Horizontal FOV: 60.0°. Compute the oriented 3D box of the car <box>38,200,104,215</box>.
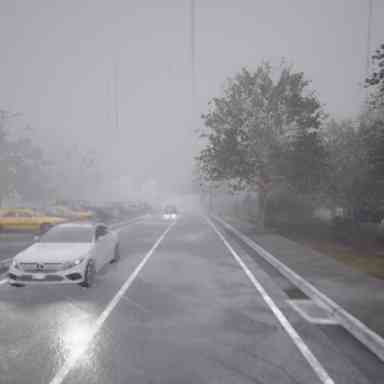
[{"bbox_3d":[-10.359,1.799,28.728,4.553,1.767,2.185,0,-2,0],"label":"car"}]

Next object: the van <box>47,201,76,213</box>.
[{"bbox_3d":[-23.272,2.670,59.259,4.442,1.987,1.878,0,-2,0],"label":"van"}]

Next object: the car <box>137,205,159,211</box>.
[{"bbox_3d":[-10.291,3.817,78.634,4.892,1.521,2.231,0,-3,0],"label":"car"}]

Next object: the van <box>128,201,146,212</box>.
[{"bbox_3d":[-10.196,2.480,53.700,4.442,1.987,1.878,0,-2,0],"label":"van"}]

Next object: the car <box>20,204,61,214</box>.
[{"bbox_3d":[-23.209,2.621,51.097,5.366,1.575,1.946,0,-2,0],"label":"car"}]

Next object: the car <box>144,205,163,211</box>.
[{"bbox_3d":[-10.261,4.372,89.725,4.792,1.488,2.163,0,-3,0],"label":"car"}]

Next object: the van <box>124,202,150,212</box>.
[{"bbox_3d":[-10.191,2.800,62.006,4.442,1.987,1.878,0,-3,0],"label":"van"}]

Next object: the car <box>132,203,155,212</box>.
[{"bbox_3d":[-10.271,3.296,70.321,4.553,1.767,2.185,0,-3,0],"label":"car"}]

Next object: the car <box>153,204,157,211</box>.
[{"bbox_3d":[-10.298,3.289,67.542,5.008,1.535,2.097,0,-3,0],"label":"car"}]

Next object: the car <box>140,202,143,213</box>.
[{"bbox_3d":[-10.317,2.659,50.917,4.674,1.452,2.002,0,-2,0],"label":"car"}]

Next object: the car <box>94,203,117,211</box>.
[{"bbox_3d":[-23.342,4.096,89.832,5.566,2.045,2.435,0,-3,0],"label":"car"}]

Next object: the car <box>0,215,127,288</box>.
[{"bbox_3d":[-3.348,1.604,9.617,1.812,1.442,4.674,0,-1,0],"label":"car"}]

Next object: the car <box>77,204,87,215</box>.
[{"bbox_3d":[-10.337,1.775,23.178,4.892,1.521,2.231,0,-1,0],"label":"car"}]

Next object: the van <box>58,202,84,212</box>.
[{"bbox_3d":[-23.502,2.933,64.801,4.442,1.987,1.878,0,-3,0],"label":"van"}]

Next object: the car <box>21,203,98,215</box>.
[{"bbox_3d":[-10.336,1.845,25.949,5.008,1.535,2.097,0,-2,0],"label":"car"}]

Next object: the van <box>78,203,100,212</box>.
[{"bbox_3d":[-23.495,3.458,75.869,4.442,1.987,1.878,0,-3,0],"label":"van"}]

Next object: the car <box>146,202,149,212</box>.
[{"bbox_3d":[-10.340,2.823,56.473,4.792,1.488,2.163,0,-2,0],"label":"car"}]

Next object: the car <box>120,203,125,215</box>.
[{"bbox_3d":[-10.325,2.223,37.043,4.674,1.452,2.002,0,-2,0],"label":"car"}]

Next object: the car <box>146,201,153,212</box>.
[{"bbox_3d":[-10.337,2.643,59.235,5.566,2.045,2.435,0,-3,0],"label":"car"}]

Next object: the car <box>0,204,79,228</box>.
[{"bbox_3d":[-10.147,1.707,20.410,5.366,1.575,1.946,0,-1,0],"label":"car"}]

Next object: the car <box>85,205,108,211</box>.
[{"bbox_3d":[-23.369,3.952,81.517,5.008,1.535,2.097,0,-3,0],"label":"car"}]

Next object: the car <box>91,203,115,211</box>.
[{"bbox_3d":[-23.343,3.964,87.065,5.566,2.045,2.435,0,-3,0],"label":"car"}]

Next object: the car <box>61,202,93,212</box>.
[{"bbox_3d":[-23.355,3.039,67.569,5.566,2.045,2.435,0,-3,0],"label":"car"}]

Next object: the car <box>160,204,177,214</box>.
[{"bbox_3d":[-3.314,2.682,51.895,2.128,1.511,4.902,0,-2,0],"label":"car"}]

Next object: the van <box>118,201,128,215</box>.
[{"bbox_3d":[-10.438,2.044,39.826,4.442,1.987,1.878,0,-2,0],"label":"van"}]

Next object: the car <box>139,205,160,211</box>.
[{"bbox_3d":[-10.302,3.949,81.407,4.892,1.521,2.231,0,-3,0],"label":"car"}]

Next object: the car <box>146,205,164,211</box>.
[{"bbox_3d":[-10.259,4.504,92.498,4.792,1.488,2.163,0,-3,0],"label":"car"}]

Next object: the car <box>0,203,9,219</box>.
[{"bbox_3d":[-23.371,2.064,37.254,4.553,1.767,2.185,0,-2,0],"label":"car"}]

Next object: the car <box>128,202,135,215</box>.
[{"bbox_3d":[-10.325,2.357,42.594,5.008,1.535,2.097,0,-2,0],"label":"car"}]

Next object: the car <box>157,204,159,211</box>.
[{"bbox_3d":[-10.269,3.427,73.094,4.553,1.767,2.185,0,-3,0],"label":"car"}]

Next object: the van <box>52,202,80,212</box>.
[{"bbox_3d":[-23.503,2.807,62.159,4.442,1.987,1.878,0,-3,0],"label":"van"}]

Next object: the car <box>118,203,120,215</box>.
[{"bbox_3d":[-10.354,2.126,34.269,4.792,1.488,2.163,0,-2,0],"label":"car"}]

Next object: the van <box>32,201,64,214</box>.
[{"bbox_3d":[-23.275,2.485,53.870,4.442,1.987,1.878,0,-2,0],"label":"van"}]

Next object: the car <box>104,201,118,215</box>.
[{"bbox_3d":[-10.298,1.758,31.503,5.566,2.045,2.435,0,-2,0],"label":"car"}]

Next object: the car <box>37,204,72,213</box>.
[{"bbox_3d":[-23.396,2.798,56.632,5.008,1.535,2.097,0,-2,0],"label":"car"}]

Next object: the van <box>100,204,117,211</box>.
[{"bbox_3d":[-23.251,4.253,92.597,4.442,1.987,1.878,0,-3,0],"label":"van"}]

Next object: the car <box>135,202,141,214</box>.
[{"bbox_3d":[-10.286,2.561,48.142,4.792,1.488,2.163,0,-2,0],"label":"car"}]

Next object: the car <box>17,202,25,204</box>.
[{"bbox_3d":[-23.396,2.272,39.895,5.008,1.535,2.097,0,-2,0],"label":"car"}]
